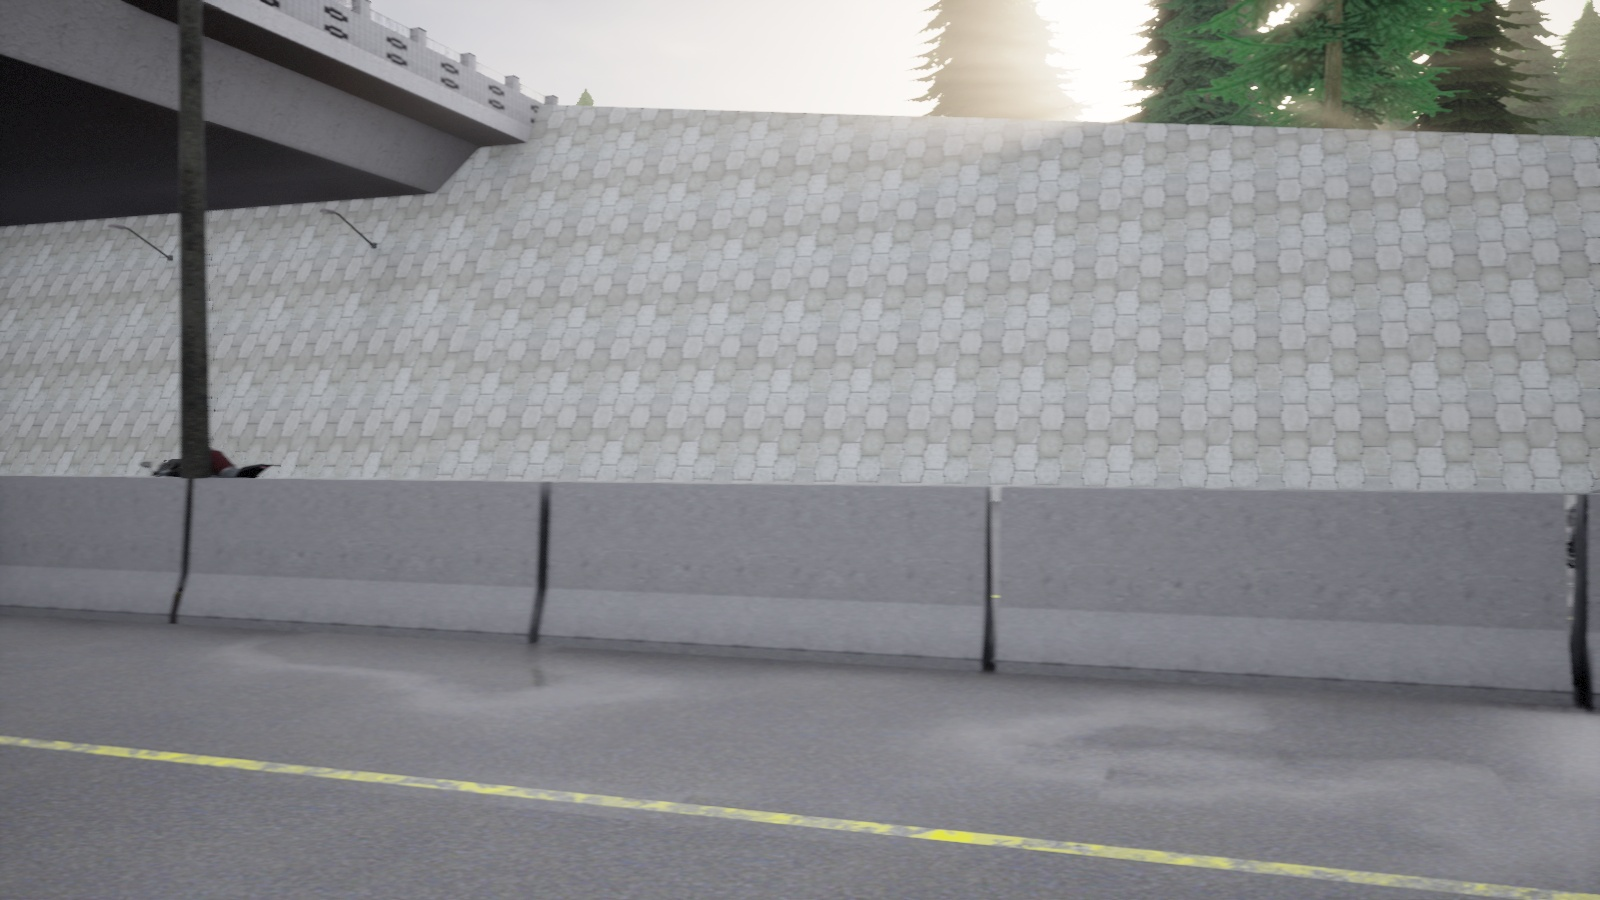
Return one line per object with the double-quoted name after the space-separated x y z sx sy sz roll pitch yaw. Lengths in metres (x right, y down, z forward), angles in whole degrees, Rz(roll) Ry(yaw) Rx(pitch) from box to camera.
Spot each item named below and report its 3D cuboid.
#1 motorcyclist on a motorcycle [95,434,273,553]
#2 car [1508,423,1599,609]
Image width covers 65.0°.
-8.379 0.556 17.090 2.191 1.530 0.866 0 1 19 "motorcyclist on a motorcycle"
8.826 0.577 11.299 3.988 1.617 1.851 1 1 19 "car"
